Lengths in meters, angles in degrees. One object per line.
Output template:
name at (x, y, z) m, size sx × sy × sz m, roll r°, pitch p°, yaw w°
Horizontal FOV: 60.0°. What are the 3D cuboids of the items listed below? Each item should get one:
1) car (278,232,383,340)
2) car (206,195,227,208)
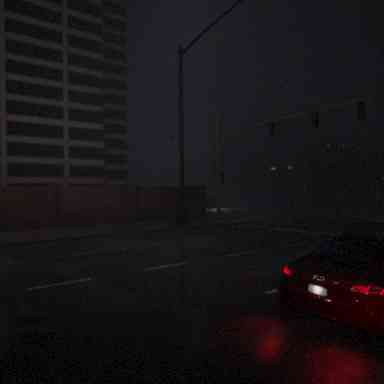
car at (3.611, 1.481, 6.373) m, size 4.181 × 1.385 × 1.994 m, roll -1°, pitch 1°, yaw -35°
car at (2.289, 1.178, 41.222) m, size 1.837 × 1.490 × 4.892 m, roll -1°, pitch 1°, yaw -36°
